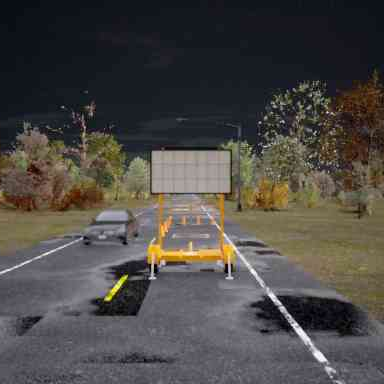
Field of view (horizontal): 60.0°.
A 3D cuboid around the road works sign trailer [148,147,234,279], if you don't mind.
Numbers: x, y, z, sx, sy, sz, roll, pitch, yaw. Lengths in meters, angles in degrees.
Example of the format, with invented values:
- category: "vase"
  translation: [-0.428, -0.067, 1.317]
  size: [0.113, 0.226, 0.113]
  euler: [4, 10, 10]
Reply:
- category: "road works sign trailer"
  translation: [-0.029, 0.464, 9.974]
  size: [2.380, 3.560, 2.880]
  euler: [0, 0, 0]

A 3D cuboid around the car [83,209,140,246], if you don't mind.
- category: "car"
  translation: [-3.542, 1.525, 15.402]
  size: [1.812, 1.442, 4.674]
  euler: [0, 0, 0]
